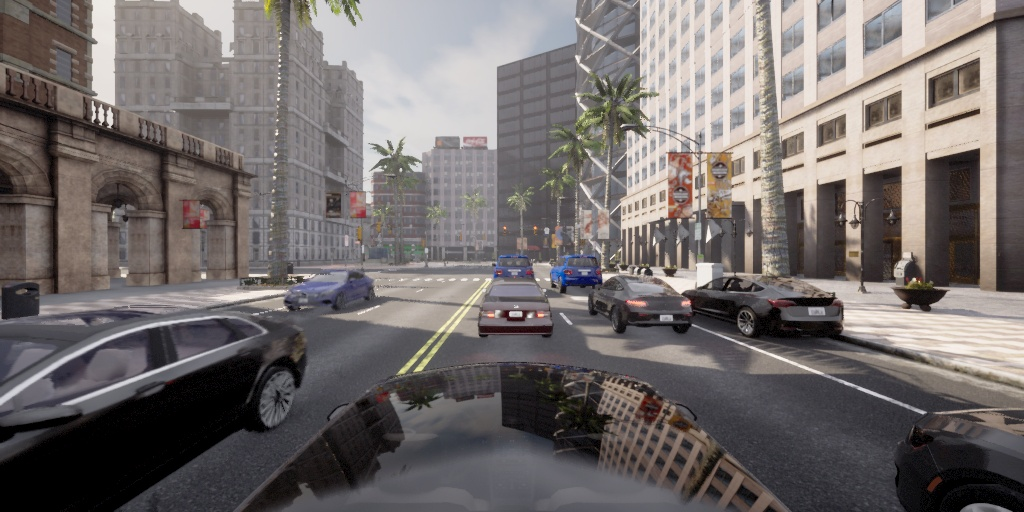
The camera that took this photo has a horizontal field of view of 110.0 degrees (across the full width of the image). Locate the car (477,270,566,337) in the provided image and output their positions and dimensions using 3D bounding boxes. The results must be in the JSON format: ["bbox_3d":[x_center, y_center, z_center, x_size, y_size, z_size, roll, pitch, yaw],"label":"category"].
[{"bbox_3d":[0.070,1.297,10.235,2.033,1.411,5.357,0,0,0],"label":"car"}]

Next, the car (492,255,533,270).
[{"bbox_3d":[0.048,0.971,20.455,2.150,2.045,5.566,0,0,-2],"label":"car"}]

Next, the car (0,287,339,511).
[{"bbox_3d":[-3.605,1.241,2.749,2.128,1.511,4.902,0,0,0],"label":"car"}]

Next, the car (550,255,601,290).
[{"bbox_3d":[3.547,0.971,20.589,2.150,2.045,5.566,0,0,-2],"label":"car"}]

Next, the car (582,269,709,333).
[{"bbox_3d":[3.564,1.276,10.625,1.812,1.442,4.674,0,0,-1],"label":"car"}]

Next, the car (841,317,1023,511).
[{"bbox_3d":[3.600,1.255,0.450,1.837,1.490,4.892,0,0,0],"label":"car"}]

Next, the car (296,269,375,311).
[{"bbox_3d":[-7.123,1.275,14.580,1.812,1.442,4.674,0,0,0],"label":"car"}]
